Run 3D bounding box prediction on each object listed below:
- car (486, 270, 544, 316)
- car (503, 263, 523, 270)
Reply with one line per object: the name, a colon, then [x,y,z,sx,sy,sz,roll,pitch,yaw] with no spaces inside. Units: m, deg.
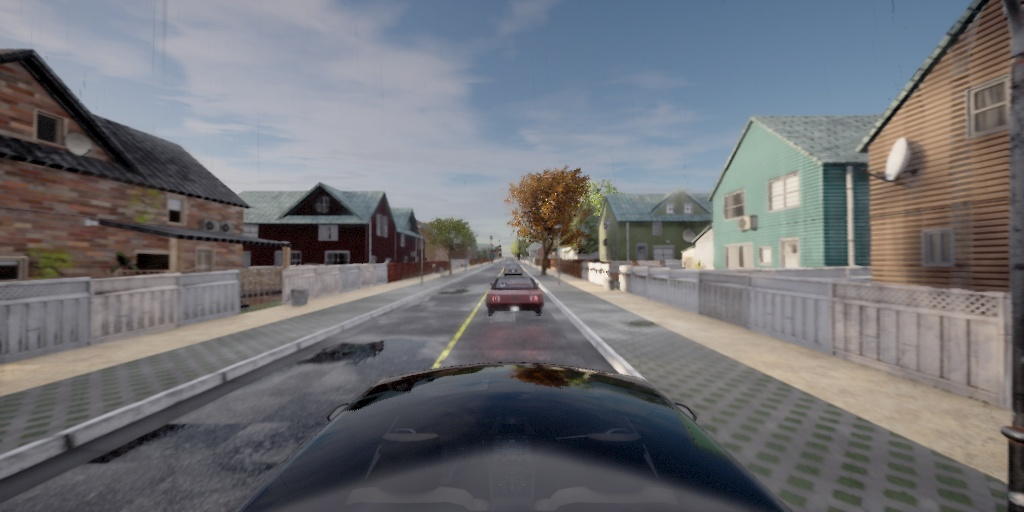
car: [0.098,1.396,13.590,1.895,1.301,4.718,0,0,0]
car: [0.102,1.419,34.975,2.033,1.411,5.357,0,0,0]
